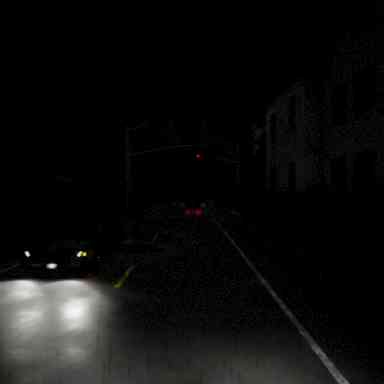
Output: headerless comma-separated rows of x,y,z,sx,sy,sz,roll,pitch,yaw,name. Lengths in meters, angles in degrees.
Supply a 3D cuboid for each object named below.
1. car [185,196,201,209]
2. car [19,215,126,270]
0.125,1.266,41.705,2.128,1.511,4.902,0,0,0,car
-3.555,1.486,11.126,2.033,1.411,5.357,0,0,1,car
